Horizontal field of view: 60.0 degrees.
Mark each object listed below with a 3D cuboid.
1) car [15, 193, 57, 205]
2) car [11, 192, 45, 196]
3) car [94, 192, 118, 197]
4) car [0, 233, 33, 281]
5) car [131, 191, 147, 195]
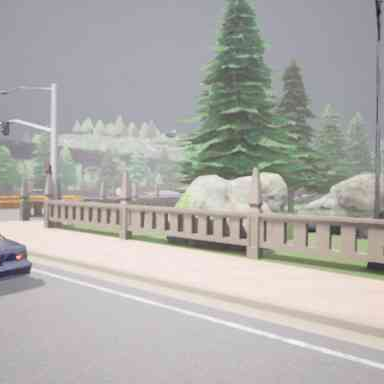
[{"bbox_3d":[-21.681,0.905,46.291,1.882,1.535,5.008,1,1,36],"label":"car"},{"bbox_3d":[-19.901,0.964,42.778,2.128,1.511,4.902,1,1,36],"label":"car"},{"bbox_3d":[-15.652,0.750,60.674,2.128,1.511,4.902,1,2,36],"label":"car"},{"bbox_3d":[-6.142,1.422,8.337,5.357,1.411,2.033,1,1,36],"label":"car"},{"bbox_3d":[-10.537,0.632,61.806,1.882,1.535,5.008,1,3,36],"label":"car"}]
